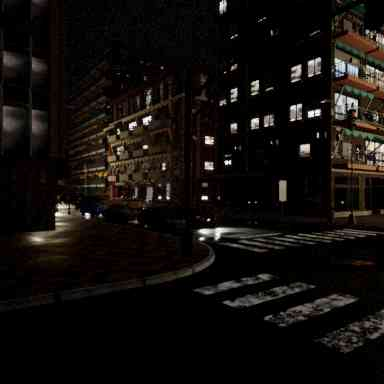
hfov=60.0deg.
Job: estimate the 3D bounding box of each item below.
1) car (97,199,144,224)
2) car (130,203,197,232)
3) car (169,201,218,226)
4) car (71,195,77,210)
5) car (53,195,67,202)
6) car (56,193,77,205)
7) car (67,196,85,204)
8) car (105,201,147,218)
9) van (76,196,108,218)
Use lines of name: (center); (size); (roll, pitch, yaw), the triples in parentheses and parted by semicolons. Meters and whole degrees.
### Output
car: (-5.009, 1.458, 24.215); (1.752, 1.417, 4.829); (0, 0, -36)
car: (-1.803, 1.525, 19.755); (1.802, 1.307, 4.206); (0, 0, -36)
car: (-0.146, 1.517, 21.878); (1.994, 1.385, 4.181); (0, 0, -36)
car: (-12.120, 1.427, 38.556); (1.837, 1.490, 4.892); (0, 0, -35)
car: (-28.067, 1.359, 70.628); (1.967, 1.590, 4.097); (0, 0, -36)
car: (-20.964, 1.136, 56.315); (2.150, 2.045, 5.566); (0, 0, -36)
car: (-21.553, 1.446, 61.570); (1.752, 1.417, 4.829); (0, 0, -36)
car: (-6.048, 1.537, 30.092); (1.895, 1.301, 4.718); (0, 0, -36)
van: (-8.415, 1.265, 28.952); (1.690, 1.788, 3.998); (0, 0, -36)
